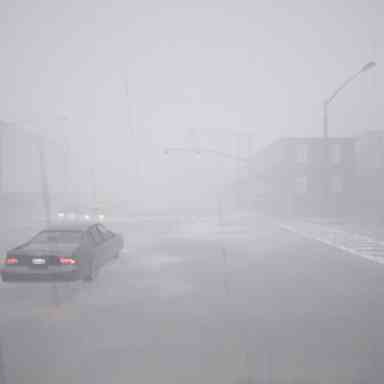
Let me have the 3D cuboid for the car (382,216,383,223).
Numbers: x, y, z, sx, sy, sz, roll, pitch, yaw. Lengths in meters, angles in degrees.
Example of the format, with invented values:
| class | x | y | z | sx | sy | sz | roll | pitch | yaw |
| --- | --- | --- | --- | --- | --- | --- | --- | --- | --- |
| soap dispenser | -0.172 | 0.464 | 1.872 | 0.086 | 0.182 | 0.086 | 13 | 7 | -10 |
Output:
| class | x | y | z | sx | sy | sz | roll | pitch | yaw |
| --- | --- | --- | --- | --- | --- | --- | --- | --- | --- |
| car | 15.692 | 1.644 | 22.754 | 4.902 | 1.511 | 2.128 | 0 | 0 | 0 |

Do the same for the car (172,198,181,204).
| class | x | y | z | sx | sy | sz | roll | pitch | yaw |
| --- | --- | --- | --- | --- | --- | --- | --- | --- | --- |
| car | -3.564 | 2.023 | 77.436 | 1.812 | 1.442 | 4.674 | 0 | 0 | 0 |

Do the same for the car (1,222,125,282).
| class | x | y | z | sx | sy | sz | roll | pitch | yaw |
| --- | --- | --- | --- | --- | --- | --- | --- | --- | --- |
| car | -3.409 | 1.611 | 9.924 | 2.033 | 1.411 | 5.357 | 0 | 0 | 0 |

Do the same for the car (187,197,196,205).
| class | x | y | z | sx | sy | sz | roll | pitch | yaw |
| --- | --- | --- | --- | --- | --- | --- | --- | --- | --- |
| car | -0.056 | 1.938 | 67.181 | 1.837 | 1.490 | 4.892 | 0 | 0 | 0 |

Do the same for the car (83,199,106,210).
| class | x | y | z | sx | sy | sz | roll | pitch | yaw |
| --- | --- | --- | --- | --- | --- | --- | --- | --- | --- |
| car | -14.076 | 1.834 | 48.311 | 1.812 | 1.442 | 4.674 | 0 | 0 | 1 |

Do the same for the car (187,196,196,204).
| class | x | y | z | sx | sy | sz | roll | pitch | yaw |
| --- | --- | --- | --- | --- | --- | --- | --- | --- | --- |
| car | -0.064 | 1.855 | 77.425 | 2.097 | 1.767 | 4.553 | 0 | 0 | 0 |

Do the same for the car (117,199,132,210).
| class | x | y | z | sx | sy | sz | roll | pitch | yaw |
| --- | --- | --- | --- | --- | --- | --- | --- | --- | --- |
| car | -10.580 | 1.788 | 48.480 | 1.882 | 1.535 | 5.008 | 0 | 0 | 1 |

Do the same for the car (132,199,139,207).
| class | x | y | z | sx | sy | sz | roll | pitch | yaw |
| --- | --- | --- | --- | --- | --- | --- | --- | --- | --- |
| car | -10.549 | 1.937 | 58.186 | 1.994 | 1.385 | 4.181 | 0 | 0 | 0 |

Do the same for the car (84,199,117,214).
| class | x | y | z | sx | sy | sz | roll | pitch | yaw |
| --- | --- | --- | --- | --- | --- | --- | --- | --- | --- |
| car | -10.634 | 1.726 | 38.905 | 1.882 | 1.535 | 5.008 | 0 | 0 | 0 |

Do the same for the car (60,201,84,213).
| class | x | y | z | sx | sy | sz | roll | pitch | yaw |
| --- | --- | --- | --- | --- | --- | --- | --- | --- | --- |
| car | -14.119 | 1.816 | 39.612 | 1.994 | 1.385 | 4.181 | 0 | 0 | 0 |

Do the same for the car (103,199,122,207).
| class | x | y | z | sx | sy | sz | roll | pitch | yaw |
| --- | --- | --- | --- | --- | --- | --- | --- | --- | --- |
| car | -14.049 | 1.923 | 58.847 | 2.033 | 1.411 | 5.357 | 0 | 0 | 0 |
